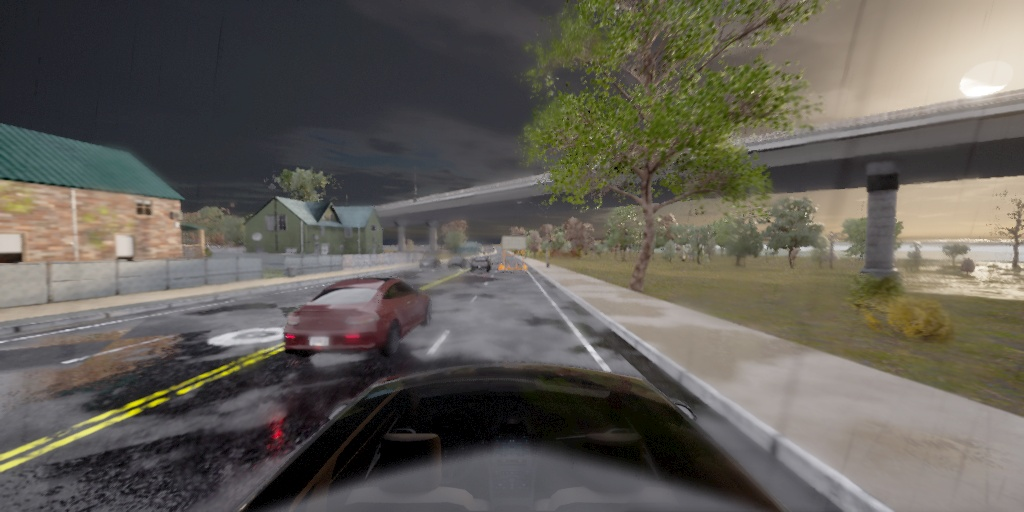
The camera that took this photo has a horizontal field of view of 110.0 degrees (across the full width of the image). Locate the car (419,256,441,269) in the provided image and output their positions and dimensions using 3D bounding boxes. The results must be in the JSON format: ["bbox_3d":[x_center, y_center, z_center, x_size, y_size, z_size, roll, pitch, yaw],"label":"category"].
[{"bbox_3d":[-9.854,0.754,43.360,2.128,1.511,4.902,0,1,0],"label":"car"}]

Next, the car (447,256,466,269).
[{"bbox_3d":[-6.605,0.766,43.373,1.837,1.490,4.892,0,1,0],"label":"car"}]

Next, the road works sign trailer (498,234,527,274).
[{"bbox_3d":[0.133,-0.174,33.150,2.380,3.560,2.880,0,0,-3],"label":"road works sign trailer"}]

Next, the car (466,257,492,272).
[{"bbox_3d":[-3.165,0.819,37.627,2.128,1.511,4.902,0,1,0],"label":"car"}]

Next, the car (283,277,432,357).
[{"bbox_3d":[-3.151,1.198,8.171,1.812,1.442,4.674,0,1,0],"label":"car"}]
